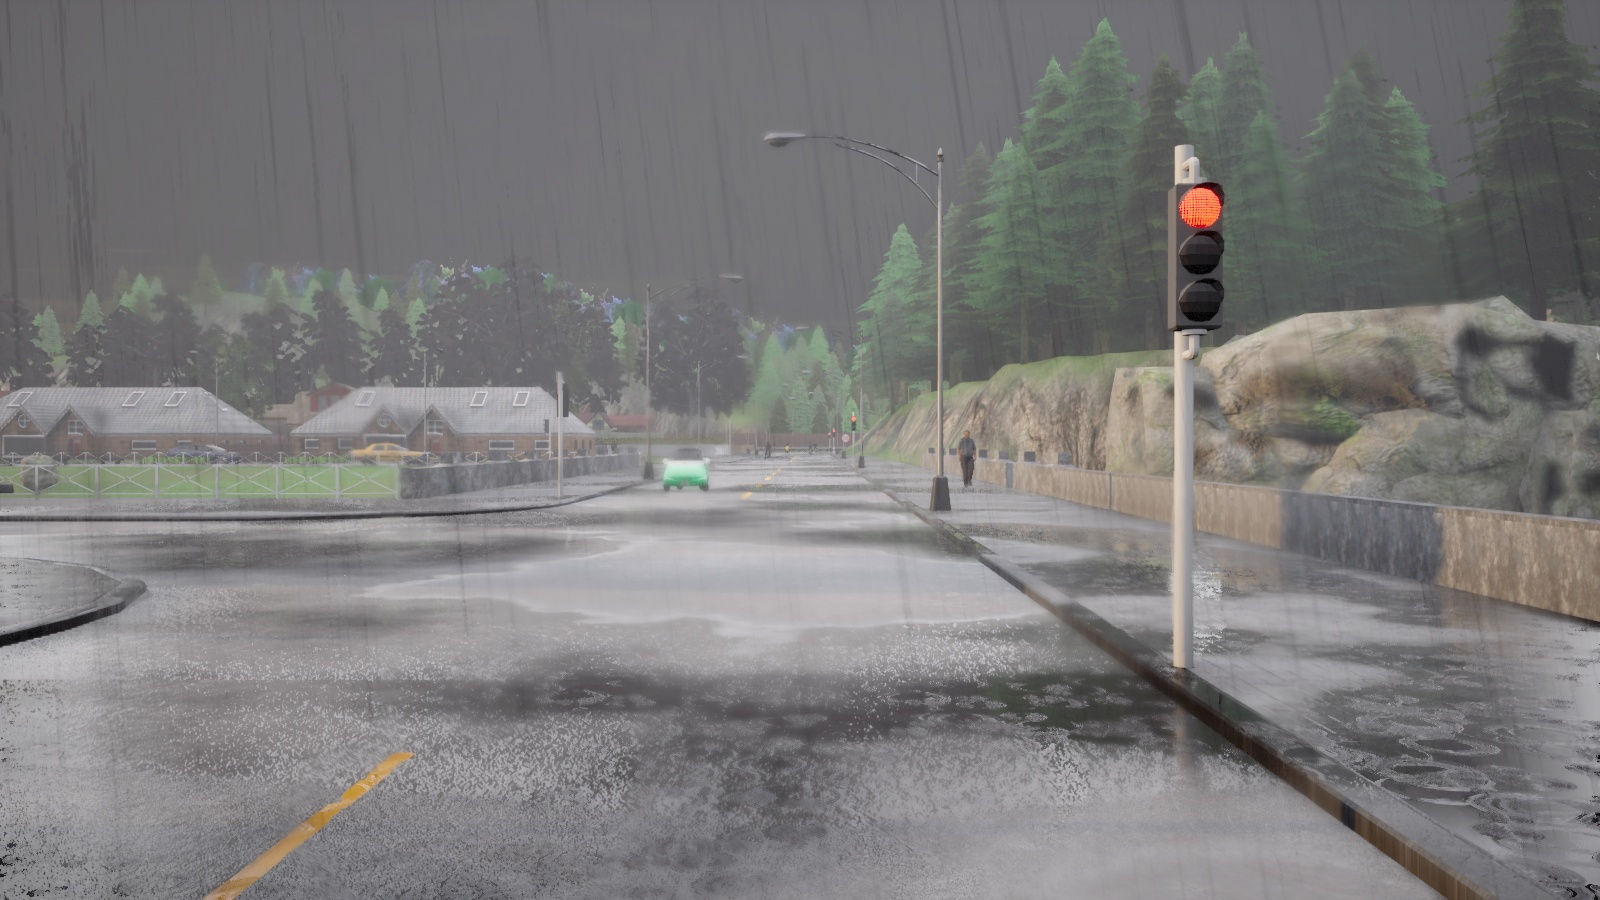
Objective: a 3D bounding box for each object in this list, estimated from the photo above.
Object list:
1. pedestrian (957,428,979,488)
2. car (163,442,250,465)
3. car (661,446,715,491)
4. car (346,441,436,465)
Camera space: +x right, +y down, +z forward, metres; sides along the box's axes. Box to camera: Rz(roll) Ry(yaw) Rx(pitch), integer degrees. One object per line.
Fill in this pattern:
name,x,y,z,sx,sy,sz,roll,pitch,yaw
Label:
pedestrian,5.205,0.241,38.906,0.540,1.848,0.694,0,0,-5
car,-39.624,0.241,83.875,4.792,1.488,2.163,0,0,1
car,-3.512,0.575,39.511,1.481,1.376,2.207,0,0,1
car,-27.245,0.191,83.728,5.366,1.575,1.801,0,0,1
